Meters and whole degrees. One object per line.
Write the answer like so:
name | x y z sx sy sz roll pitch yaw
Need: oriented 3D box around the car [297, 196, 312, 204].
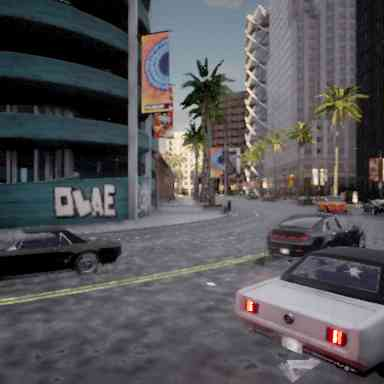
car | 22.196 1.565 65.722 2.231 1.521 4.892 0 0 -1

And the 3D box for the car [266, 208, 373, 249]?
car | 4.473 1.520 11.667 1.837 1.490 4.892 1 0 45

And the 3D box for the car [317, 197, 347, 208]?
car | 15.679 1.398 37.546 2.097 1.767 4.553 0 0 5

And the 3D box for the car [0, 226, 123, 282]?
car | -4.407 1.616 8.869 4.718 1.301 1.895 0 0 -34

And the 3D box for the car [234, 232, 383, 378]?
car | 2.979 1.608 5.504 4.718 1.301 1.895 0 0 -39

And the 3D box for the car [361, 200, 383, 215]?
car | 18.849 1.545 33.875 1.837 1.490 4.892 1 0 9
